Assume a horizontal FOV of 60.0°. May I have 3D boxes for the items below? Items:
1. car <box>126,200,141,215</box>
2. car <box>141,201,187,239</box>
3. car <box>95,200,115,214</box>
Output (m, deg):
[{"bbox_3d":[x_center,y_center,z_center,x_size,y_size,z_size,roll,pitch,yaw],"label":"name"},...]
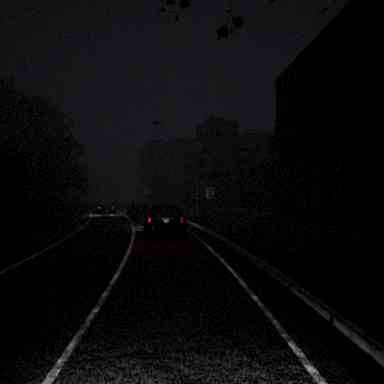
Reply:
[{"bbox_3d":[-6.035,1.656,36.579,1.882,1.535,5.008,2,-1,-18],"label":"car"},{"bbox_3d":[-1.573,1.429,18.093,2.097,1.767,4.553,1,0,-9],"label":"car"},{"bbox_3d":[-9.508,1.613,36.190,1.812,1.442,4.674,2,-1,-19],"label":"car"}]
